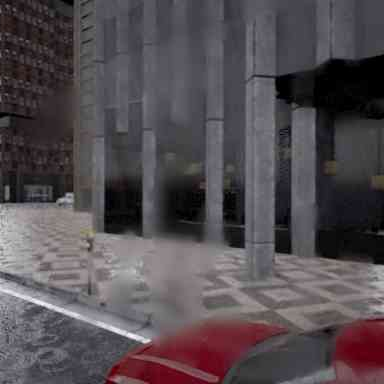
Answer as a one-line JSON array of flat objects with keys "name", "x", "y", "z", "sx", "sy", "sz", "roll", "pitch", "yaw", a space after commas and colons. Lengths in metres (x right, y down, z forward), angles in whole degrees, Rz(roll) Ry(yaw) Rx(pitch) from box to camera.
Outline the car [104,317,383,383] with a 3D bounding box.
[{"name": "car", "x": 1.329, "y": 1.545, "z": 2.016, "sx": 4.507, "sy": 1.381, "sz": 1.887, "roll": 0, "pitch": 0, "yaw": 36}]

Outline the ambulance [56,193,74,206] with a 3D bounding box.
[{"name": "ambulance", "x": -22.977, "y": 1.413, "z": 64.392, "sx": 2.351, "sy": 2.431, "sz": 6.366, "roll": 0, "pitch": -1, "yaw": 35}]
